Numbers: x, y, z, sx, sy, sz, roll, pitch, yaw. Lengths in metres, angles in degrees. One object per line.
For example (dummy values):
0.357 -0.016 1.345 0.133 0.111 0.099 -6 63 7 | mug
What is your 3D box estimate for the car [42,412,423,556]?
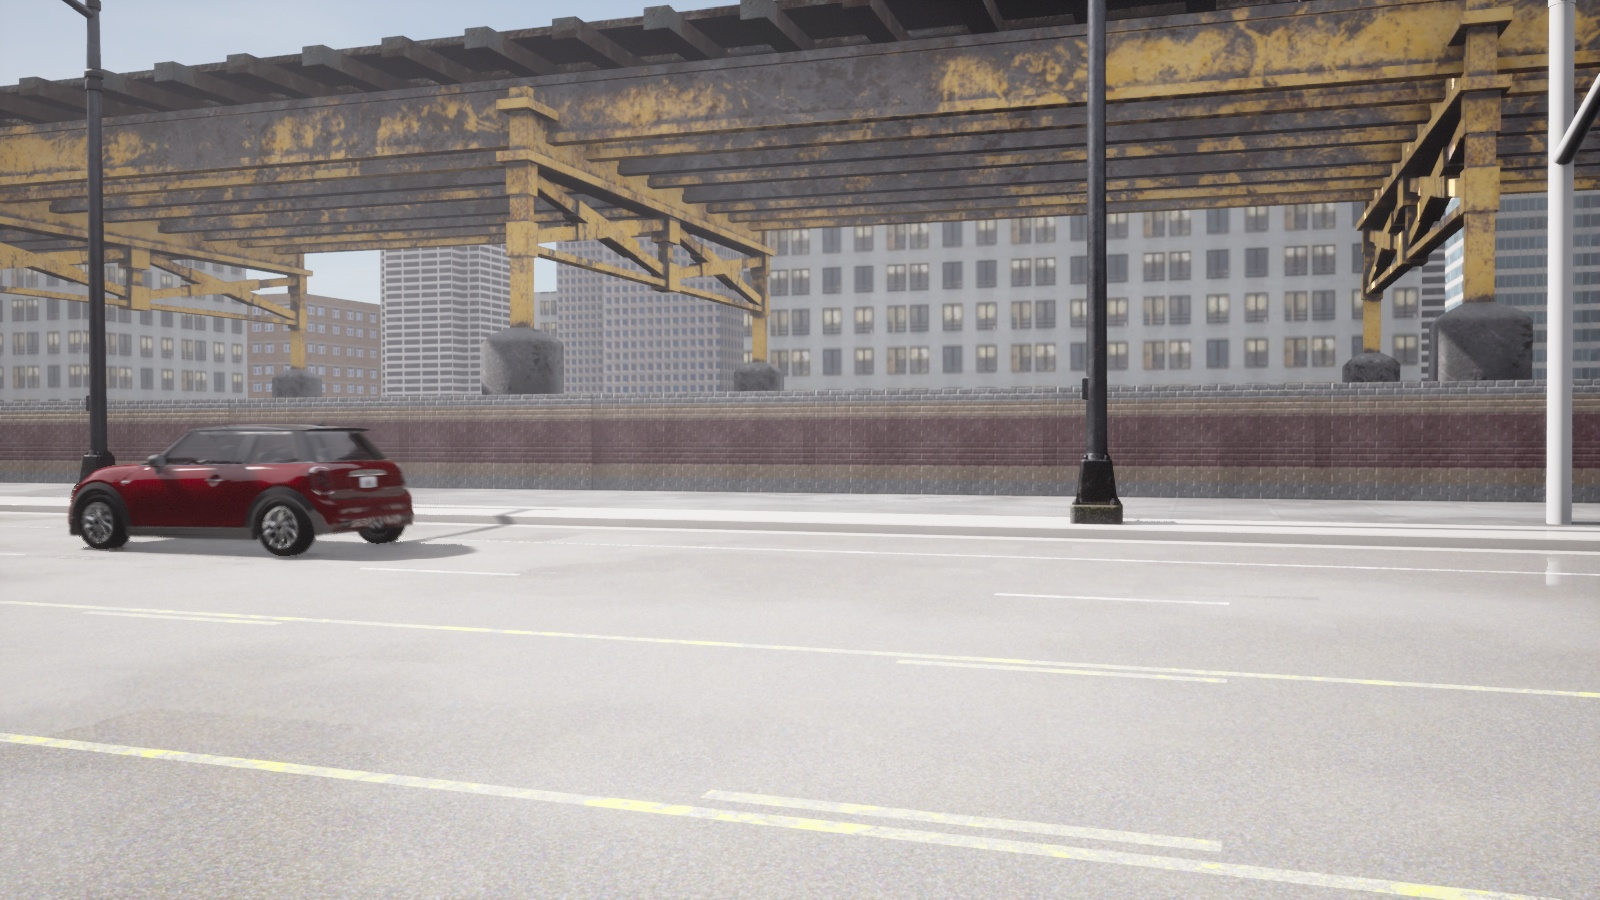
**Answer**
-7.710 0.382 17.146 4.553 1.767 2.097 1 1 20 | car
